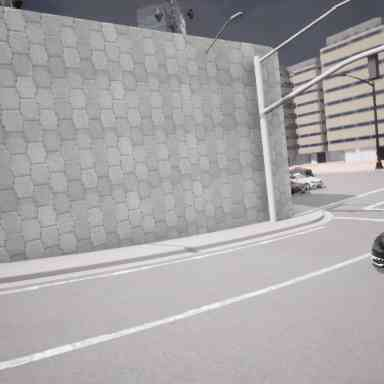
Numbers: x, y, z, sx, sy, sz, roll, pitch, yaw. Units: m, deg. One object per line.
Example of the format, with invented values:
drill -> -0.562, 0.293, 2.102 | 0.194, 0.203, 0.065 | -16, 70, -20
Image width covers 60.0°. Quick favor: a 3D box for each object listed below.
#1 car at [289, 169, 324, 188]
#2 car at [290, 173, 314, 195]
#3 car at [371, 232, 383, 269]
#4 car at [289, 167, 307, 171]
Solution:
car -> 9.706, -0.971, 30.496 | 1.812, 1.442, 4.674 | -10, 6, -35
car -> 7.353, -0.456, 27.854 | 1.812, 1.442, 4.674 | -10, 6, -35
car -> 6.537, 1.052, 8.598 | 4.892, 1.490, 1.837 | -6, 3, -35
car -> 13.567, -2.518, 43.386 | 1.994, 1.385, 4.181 | -10, 6, -35
